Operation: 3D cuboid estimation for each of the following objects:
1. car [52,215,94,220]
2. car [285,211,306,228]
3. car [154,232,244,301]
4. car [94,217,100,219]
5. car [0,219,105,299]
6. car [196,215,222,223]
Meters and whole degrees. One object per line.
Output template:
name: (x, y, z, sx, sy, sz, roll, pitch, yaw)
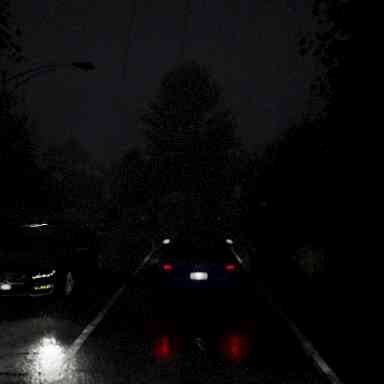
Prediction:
car: (-12.211, 3.072, 32.736, 5.008, 1.535, 1.882, -3, -4, 37)
car: (12.845, 3.423, 41.419, 2.150, 2.045, 5.566, -1, -4, 20)
car: (0.159, 1.744, 8.787, 1.994, 1.385, 4.181, 0, -2, 1)
car: (-16.964, 4.757, 55.542, 1.895, 1.301, 4.718, -3, -4, 36)
car: (-3.698, 1.686, 8.947, 1.837, 1.490, 4.892, 0, -2, -1)
car: (3.068, 5.089, 61.697, 4.902, 1.511, 2.128, -1, -4, 22)
